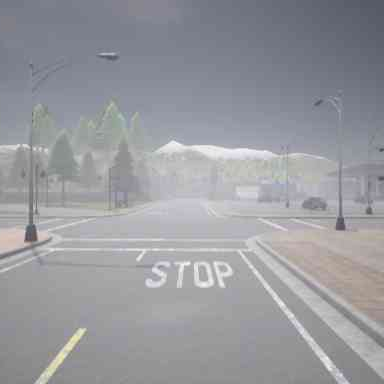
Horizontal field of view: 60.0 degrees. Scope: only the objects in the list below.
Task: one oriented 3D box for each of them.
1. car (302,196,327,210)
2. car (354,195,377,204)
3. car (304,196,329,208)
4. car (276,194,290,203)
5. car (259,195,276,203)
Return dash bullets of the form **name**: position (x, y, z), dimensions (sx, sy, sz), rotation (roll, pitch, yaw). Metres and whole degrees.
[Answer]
- **car**: position (13.956, 1.336, 38.271), dimensions (1.845, 1.501, 3.633), rotation (0, 0, 0)
- **car**: position (29.110, 1.286, 56.535), dimensions (1.845, 1.501, 3.633), rotation (0, 0, 0)
- **car**: position (17.009, 1.348, 45.662), dimensions (1.970, 1.475, 3.806), rotation (0, 0, 0)
- **car**: position (17.340, 1.297, 64.325), dimensions (2.152, 1.636, 5.027), rotation (0, 0, 0)
- **car**: position (14.203, 1.306, 64.304), dimensions (2.007, 1.523, 4.514), rotation (0, 0, 0)
